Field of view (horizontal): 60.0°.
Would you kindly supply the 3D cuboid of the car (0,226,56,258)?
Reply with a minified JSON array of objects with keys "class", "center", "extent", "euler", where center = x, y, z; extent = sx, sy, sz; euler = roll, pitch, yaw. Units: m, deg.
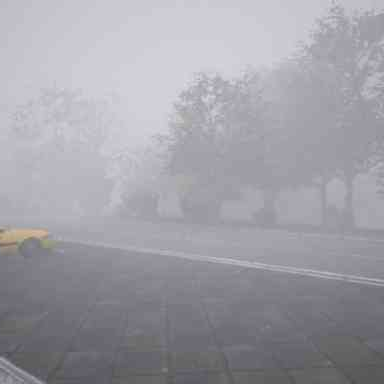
[{"class":"car","center":[-7.018,1.466,10.379],"extent":[1.946,1.575,5.366],"euler":[-1,0,35]}]
